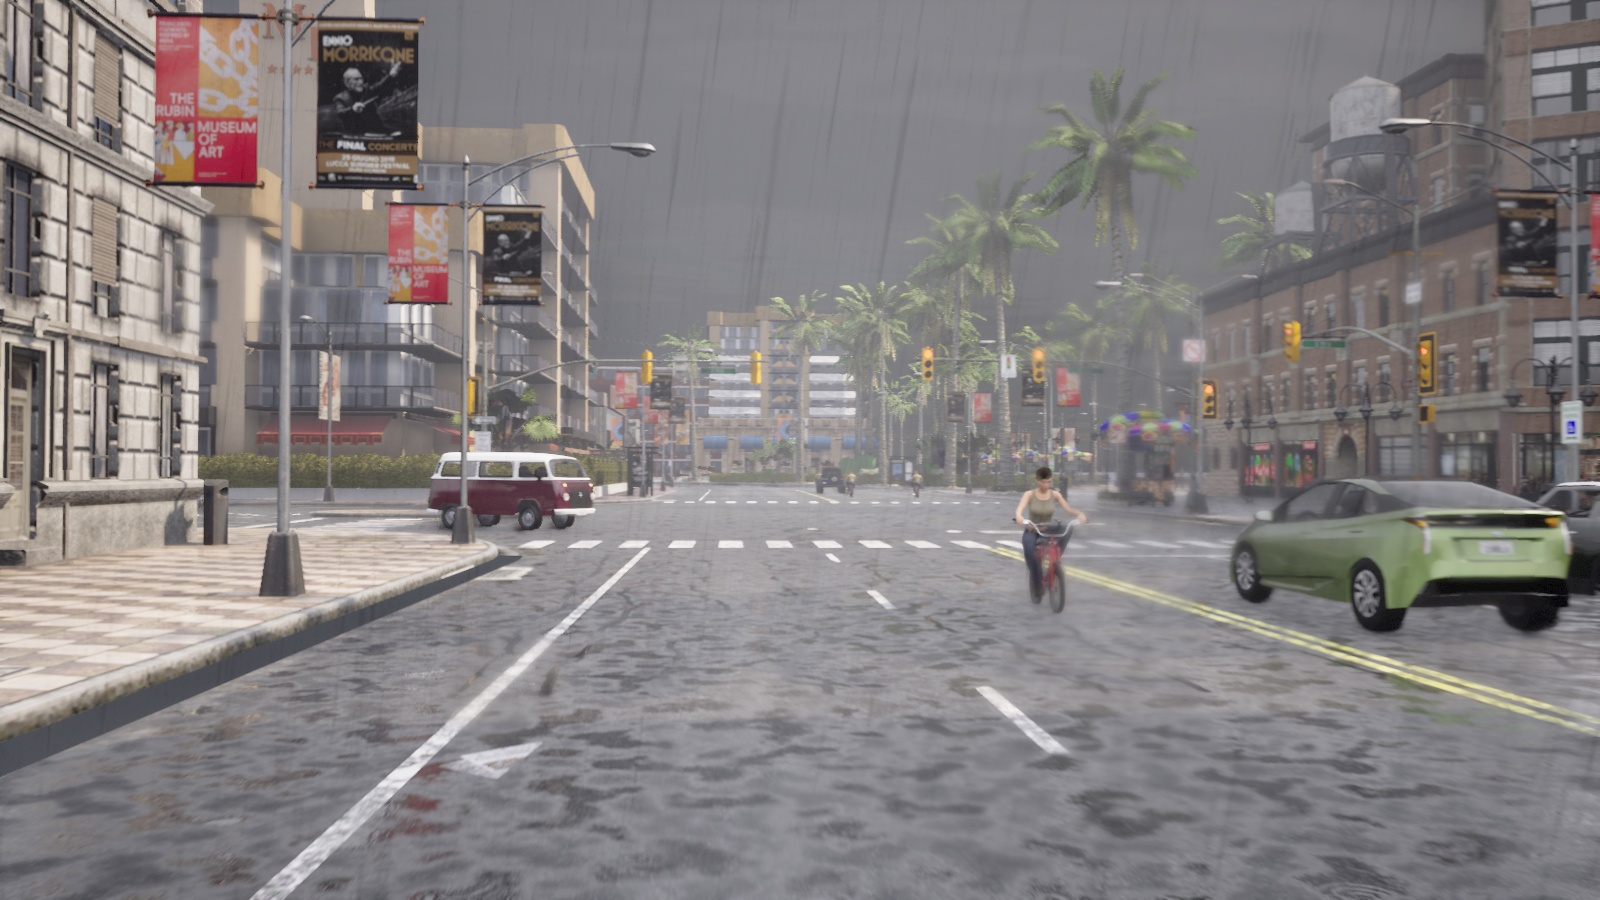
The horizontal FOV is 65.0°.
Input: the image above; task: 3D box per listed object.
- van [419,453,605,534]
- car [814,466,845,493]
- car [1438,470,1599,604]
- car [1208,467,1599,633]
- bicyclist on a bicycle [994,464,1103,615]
[{"bbox_3d":[-7.670,1.134,33.458,4.480,2.038,2.069,-1,-2,24],"label":"van"},{"bbox_3d":[2.096,2.103,89.960,1.905,1.878,3.866,0,-1,-3],"label":"car"},{"bbox_3d":[9.760,0.985,15.194,1.970,1.475,3.806,0,-1,-3],"label":"car"},{"bbox_3d":[6.381,0.963,13.933,2.007,1.525,4.514,0,-1,-3],"label":"car"},{"bbox_3d":[2.793,0.976,14.283,0.866,1.612,1.509,0,-1,-3],"label":"bicyclist on a bicycle"}]
